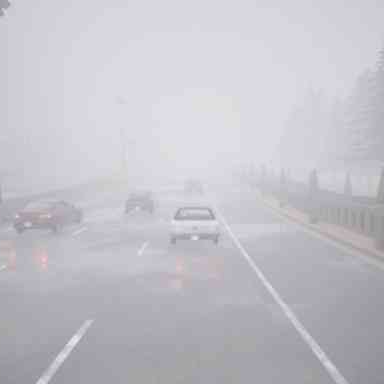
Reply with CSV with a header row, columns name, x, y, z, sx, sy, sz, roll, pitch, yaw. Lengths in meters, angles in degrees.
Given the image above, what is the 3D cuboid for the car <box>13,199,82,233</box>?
name,x,y,z,sx,sy,sz,roll,pitch,yaw
car,-6.895,1.064,16.284,1.812,1.442,4.674,0,3,0

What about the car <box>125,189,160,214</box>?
name,x,y,z,sx,sy,sz,roll,pitch,yaw
car,-3.392,0.552,23.058,1.837,1.490,4.892,0,4,0

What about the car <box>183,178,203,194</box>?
name,x,y,z,sx,sy,sz,roll,pitch,yaw
car,0.122,-0.712,34.849,1.837,1.490,4.892,0,6,0

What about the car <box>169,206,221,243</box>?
name,x,y,z,sx,sy,sz,roll,pitch,yaw
car,0.105,1.251,14.221,1.895,1.301,4.718,0,3,0
